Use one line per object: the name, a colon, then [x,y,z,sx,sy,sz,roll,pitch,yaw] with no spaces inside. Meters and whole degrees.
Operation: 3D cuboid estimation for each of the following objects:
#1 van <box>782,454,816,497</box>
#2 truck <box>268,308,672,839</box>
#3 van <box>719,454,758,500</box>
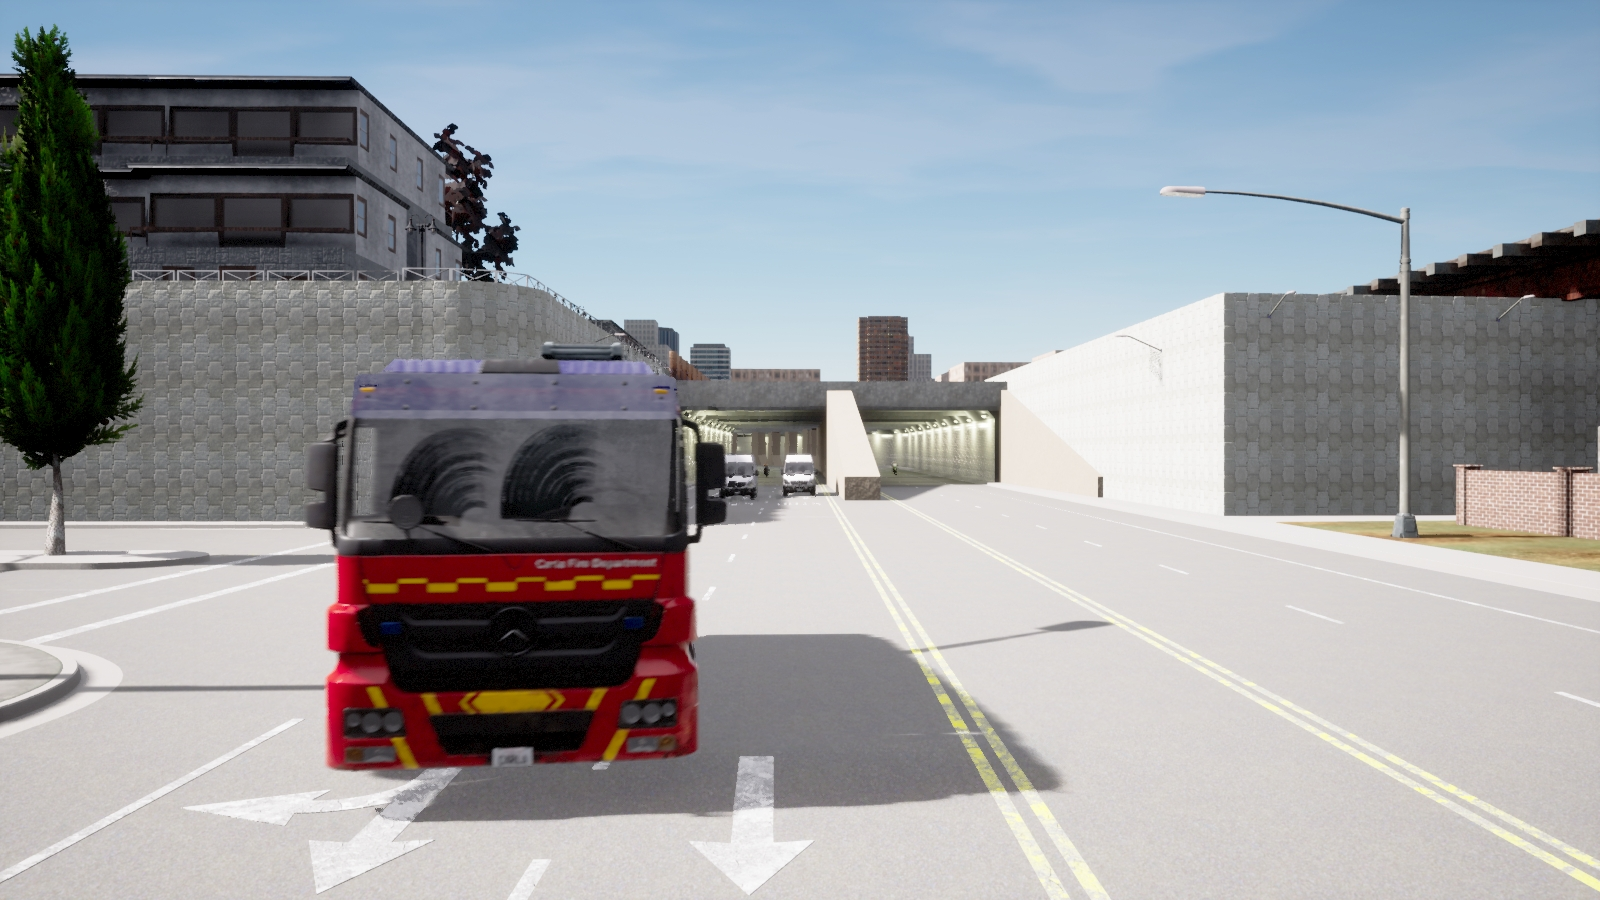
van: [-0.055,1.534,70.778,1.988,2.561,5.915,0,0,0]
truck: [-3.015,0.890,12.641,2.891,3.827,8.468,0,0,-8]
van: [-3.555,1.534,66.969,1.988,2.561,5.915,0,0,0]
